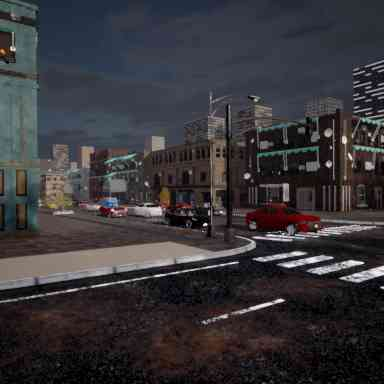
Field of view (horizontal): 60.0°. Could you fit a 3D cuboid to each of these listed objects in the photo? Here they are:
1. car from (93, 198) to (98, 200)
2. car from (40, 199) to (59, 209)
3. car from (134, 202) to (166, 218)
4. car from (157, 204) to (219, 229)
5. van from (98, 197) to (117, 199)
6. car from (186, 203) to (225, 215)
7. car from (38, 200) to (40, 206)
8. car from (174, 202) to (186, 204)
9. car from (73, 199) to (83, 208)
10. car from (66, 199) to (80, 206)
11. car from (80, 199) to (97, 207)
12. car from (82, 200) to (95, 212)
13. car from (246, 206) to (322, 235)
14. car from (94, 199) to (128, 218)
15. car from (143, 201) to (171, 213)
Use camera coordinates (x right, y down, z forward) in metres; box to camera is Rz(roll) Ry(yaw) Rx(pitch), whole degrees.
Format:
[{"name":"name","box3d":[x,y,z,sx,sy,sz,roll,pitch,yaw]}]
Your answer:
[{"name":"car","box3d":[-17.650,1.939,62.593,2.192,1.841,5.009,-1,0,-36]},{"name":"car","box3d":[-24.361,2.232,57.578,1.752,1.417,4.829,-1,0,-36]},{"name":"car","box3d":[-4.379,1.869,34.116,1.812,1.442,4.674,-1,0,-36]},{"name":"car","box3d":[-0.384,1.814,23.849,1.947,1.339,4.313,-2,0,-36]},{"name":"van","box3d":[-14.429,1.906,58.091,1.690,1.788,3.998,-1,0,-36]},{"name":"car","box3d":[1.677,1.809,35.581,2.008,1.369,4.403,-2,0,-36]},{"name":"car","box3d":[-30.900,2.375,66.721,2.008,1.369,4.403,-1,0,-36]},{"name":"car","box3d":[-1.543,1.903,40.084,1.802,1.307,4.206,-2,0,-36]},{"name":"car","box3d":[-20.586,2.229,62.268,1.994,1.385,4.181,-1,0,-36]},{"name":"car","box3d":[-27.305,2.363,76.100,1.947,1.339,4.313,-1,0,-36]},{"name":"car","box3d":[-20.864,2.227,67.095,1.887,1.381,4.507,-1,0,-36]},{"name":"car","box3d":[-13.332,2.116,46.685,1.895,1.301,4.718,-1,0,-35]},{"name":"car","box3d":[5.354,1.612,19.933,1.882,1.535,5.008,0,-1,-31]},{"name":"car","box3d":[-8.361,1.846,35.206,1.967,1.590,4.097,-1,0,-36]},{"name":"car","box3d":[-4.762,1.966,44.585,1.802,1.307,4.206,-2,0,-36]}]
